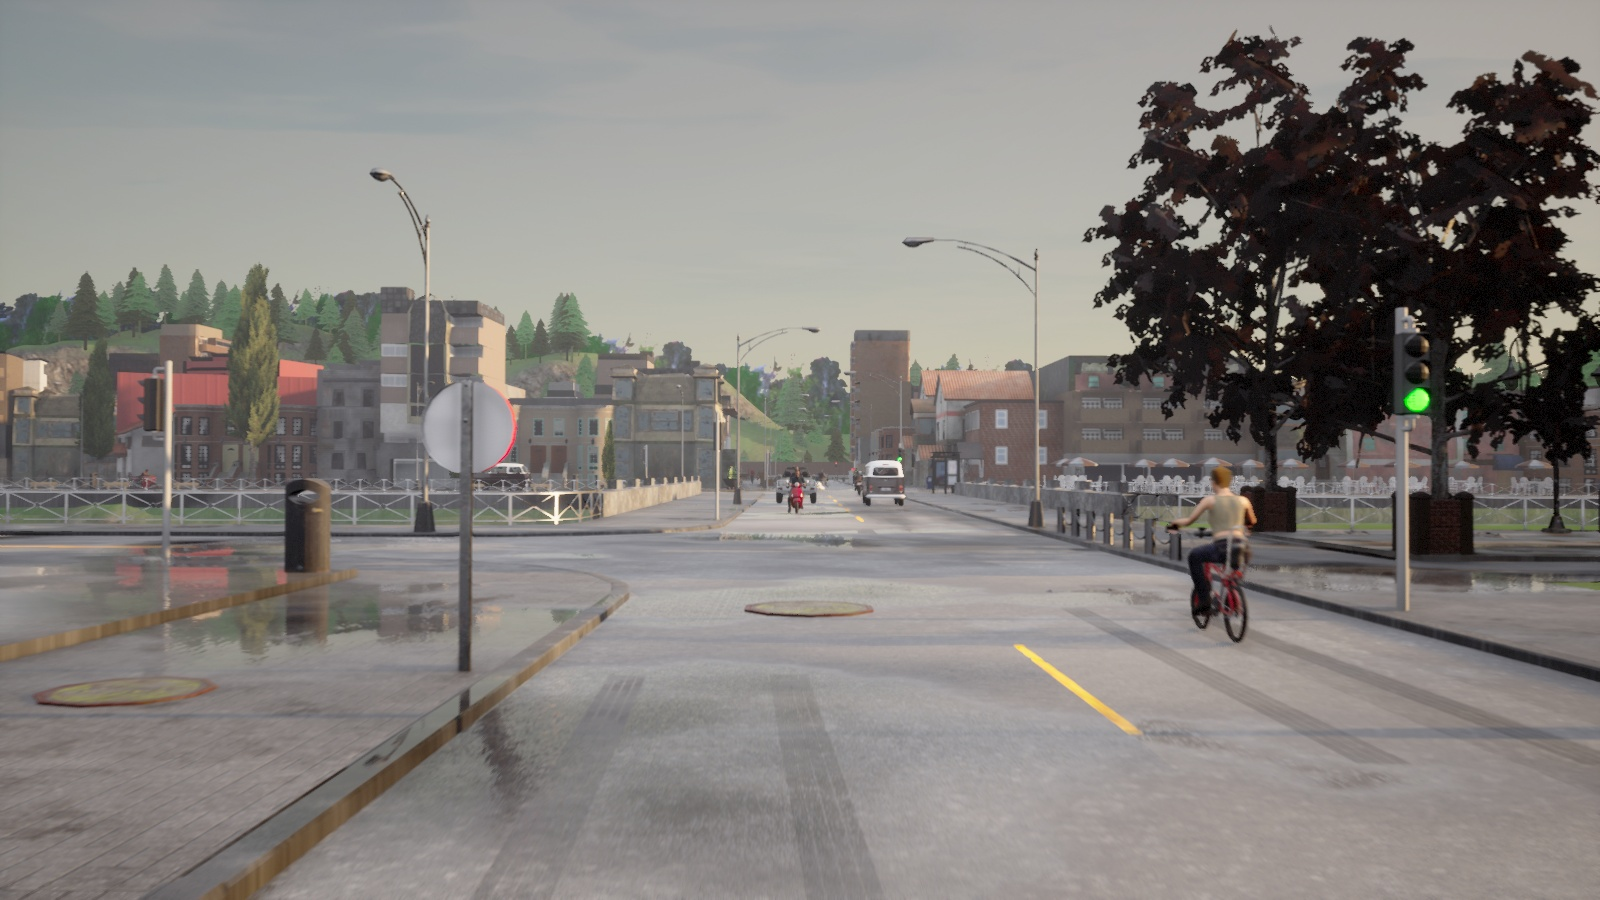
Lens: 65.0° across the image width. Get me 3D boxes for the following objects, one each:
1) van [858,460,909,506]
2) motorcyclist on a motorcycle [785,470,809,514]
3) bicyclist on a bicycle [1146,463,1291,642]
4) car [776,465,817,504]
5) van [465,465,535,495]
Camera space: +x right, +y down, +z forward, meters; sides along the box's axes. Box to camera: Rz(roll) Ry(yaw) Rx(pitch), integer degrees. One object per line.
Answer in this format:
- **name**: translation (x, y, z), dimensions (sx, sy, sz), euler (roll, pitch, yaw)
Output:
- **van**: translation (3.850, 1.502, 58.481), dimensions (2.069, 2.038, 4.480), euler (0, -1, 0)
- **motorcyclist on a motorcycle**: translation (-0.094, 1.555, 47.008), dimensions (0.866, 1.590, 1.817), euler (0, -1, 1)
- **bicyclist on a bicycle**: translation (3.972, 0.937, 12.063), dimensions (0.866, 1.612, 1.509), euler (0, -1, 0)
- **car**: translation (-0.157, 1.664, 61.645), dimensions (1.932, 1.855, 4.605), euler (0, -1, 0)
- **van**: translation (-21.180, 2.109, 88.768), dimensions (4.480, 2.038, 2.069), euler (0, -1, 0)
